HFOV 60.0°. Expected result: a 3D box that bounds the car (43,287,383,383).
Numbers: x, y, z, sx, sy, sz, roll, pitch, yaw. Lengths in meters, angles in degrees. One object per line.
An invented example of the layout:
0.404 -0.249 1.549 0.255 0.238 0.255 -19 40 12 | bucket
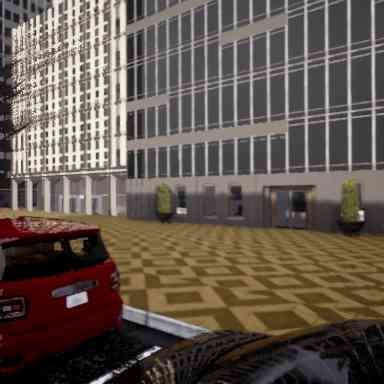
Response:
1.237 1.563 2.001 4.313 1.339 1.947 0 0 35 | car

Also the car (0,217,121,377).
-3.267 1.316 5.198 5.009 1.841 2.192 0 0 35 | car
